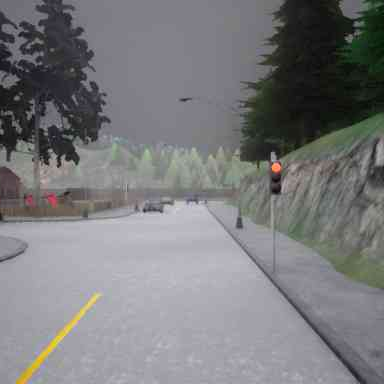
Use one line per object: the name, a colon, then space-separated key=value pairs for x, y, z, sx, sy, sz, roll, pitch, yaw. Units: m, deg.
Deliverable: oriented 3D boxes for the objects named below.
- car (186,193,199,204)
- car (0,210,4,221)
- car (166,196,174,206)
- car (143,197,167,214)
car: x=0.068 y=1.219 z=62.571 sx=2.150 sy=2.045 sz=5.566 roll=0 pitch=0 yaw=0
car: x=-15.548 y=1.563 z=23.251 sx=4.181 sy=1.385 sz=1.994 roll=0 pitch=0 yaw=-1
car: x=-4.028 y=1.476 z=54.216 sx=1.882 sy=1.535 sz=5.008 roll=0 pitch=0 yaw=0
car: x=-4.061 y=1.563 z=35.553 sx=1.994 sy=1.385 sz=4.181 roll=0 pitch=0 yaw=0
